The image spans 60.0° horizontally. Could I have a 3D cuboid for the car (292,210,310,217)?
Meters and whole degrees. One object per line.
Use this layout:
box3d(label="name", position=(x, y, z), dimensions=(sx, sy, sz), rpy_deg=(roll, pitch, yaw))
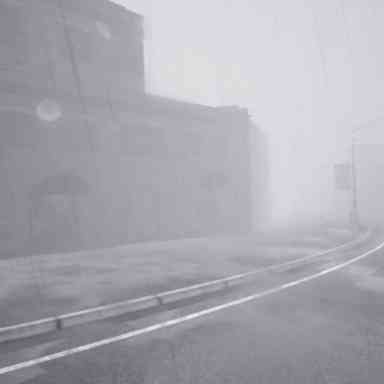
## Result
box3d(label="car", position=(20.607, 4.034, 62.994), dimensions=(1.994, 1.385, 4.181), rpy_deg=(-3, -3, -6))
